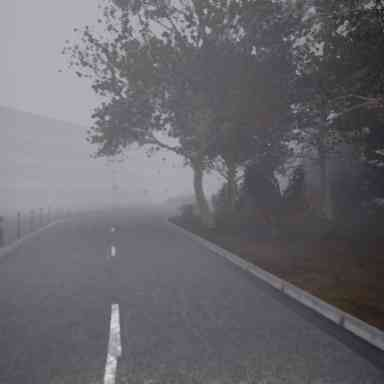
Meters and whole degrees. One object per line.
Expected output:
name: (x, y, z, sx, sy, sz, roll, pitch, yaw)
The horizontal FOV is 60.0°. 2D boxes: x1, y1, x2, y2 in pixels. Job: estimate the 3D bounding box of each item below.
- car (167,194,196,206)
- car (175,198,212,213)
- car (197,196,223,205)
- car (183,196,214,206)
car: (-1.300, 1.289, 53.785, 5.566, 2.045, 2.435, 1, 0, 25)
car: (0.217, 1.676, 38.678, 1.895, 1.301, 4.718, 1, 0, 25)
car: (3.476, 1.605, 64.029, 4.674, 1.452, 2.002, 1, 0, 25)
car: (1.097, 1.555, 58.904, 5.008, 1.535, 2.097, 1, 0, 25)
